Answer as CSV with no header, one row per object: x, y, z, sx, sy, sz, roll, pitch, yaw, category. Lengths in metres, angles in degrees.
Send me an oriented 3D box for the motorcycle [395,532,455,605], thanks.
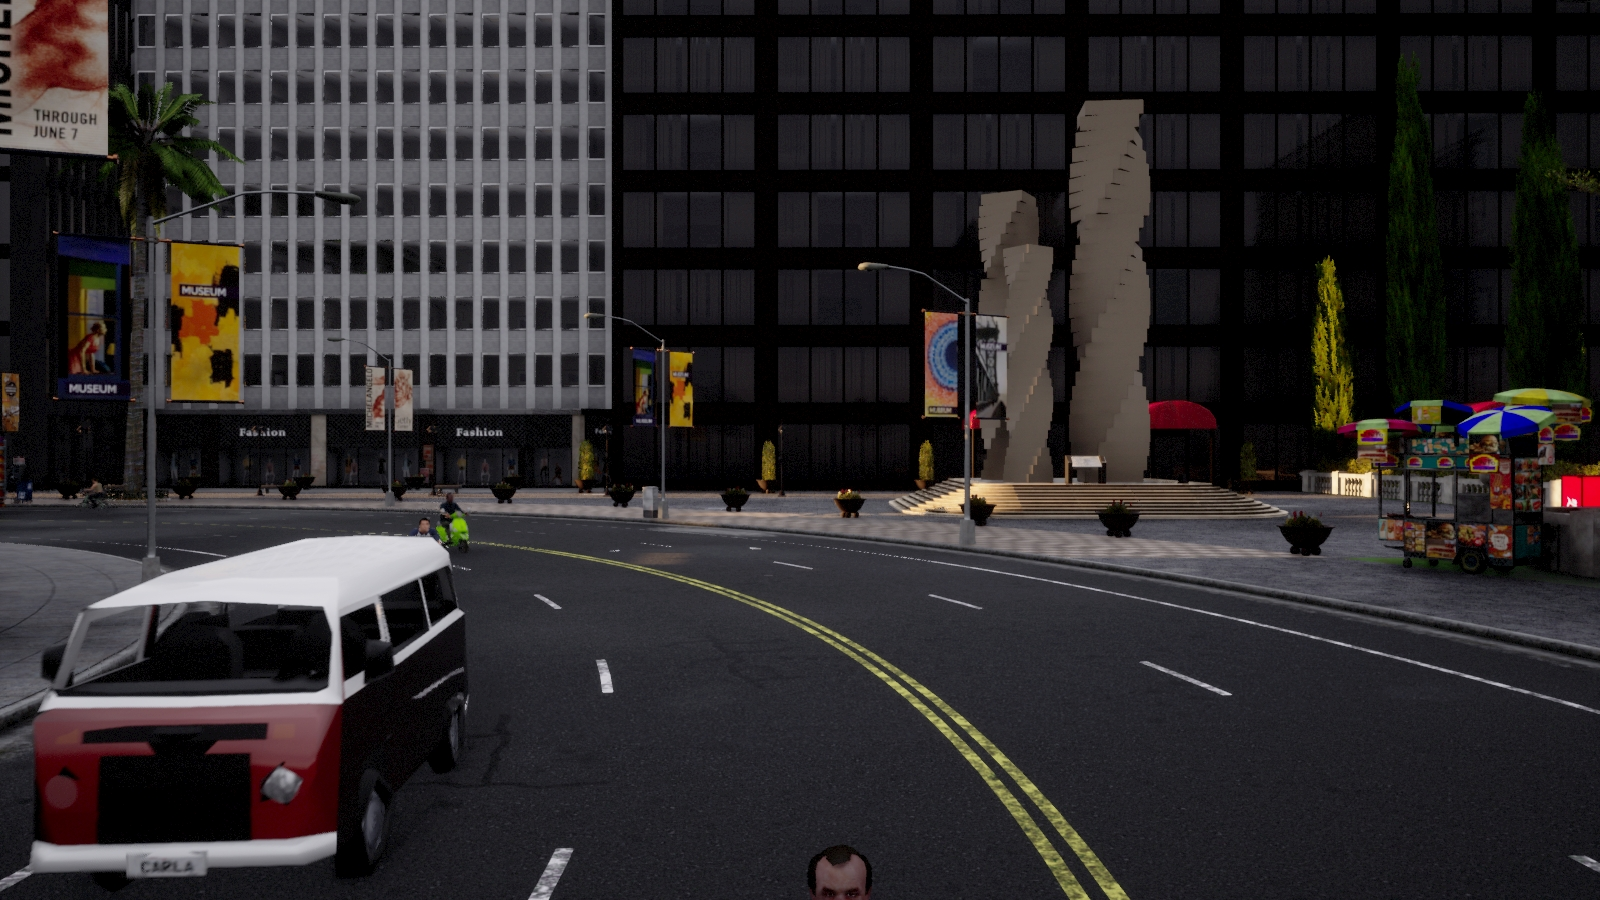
-7.110,2.213,21.612,0.803,1.145,2.033,-1,0,-26,motorcycle

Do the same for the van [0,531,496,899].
-3.751,1.784,8.640,2.069,2.038,4.480,0,0,-5,van

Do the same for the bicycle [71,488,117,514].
-31.095,2.256,50.324,1.487,1.080,0.859,0,1,8,bicycle
